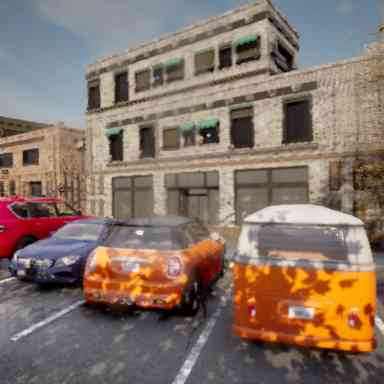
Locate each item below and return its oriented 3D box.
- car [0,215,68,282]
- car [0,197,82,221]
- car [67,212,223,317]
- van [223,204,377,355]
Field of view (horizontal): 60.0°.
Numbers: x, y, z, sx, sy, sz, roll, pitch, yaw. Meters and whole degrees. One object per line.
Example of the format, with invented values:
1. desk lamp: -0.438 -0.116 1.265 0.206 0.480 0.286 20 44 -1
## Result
1. car: -2.871 1.496 9.503 2.002 1.452 4.674 1 0 16
2. car: -5.255 1.196 11.237 2.435 2.045 5.566 0 -1 16
3. car: -0.496 1.339 7.772 2.185 1.767 4.553 0 -1 16
4. van: 1.930 1.253 6.210 1.878 1.987 4.442 0 -1 16
